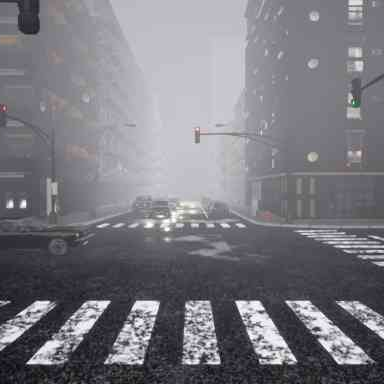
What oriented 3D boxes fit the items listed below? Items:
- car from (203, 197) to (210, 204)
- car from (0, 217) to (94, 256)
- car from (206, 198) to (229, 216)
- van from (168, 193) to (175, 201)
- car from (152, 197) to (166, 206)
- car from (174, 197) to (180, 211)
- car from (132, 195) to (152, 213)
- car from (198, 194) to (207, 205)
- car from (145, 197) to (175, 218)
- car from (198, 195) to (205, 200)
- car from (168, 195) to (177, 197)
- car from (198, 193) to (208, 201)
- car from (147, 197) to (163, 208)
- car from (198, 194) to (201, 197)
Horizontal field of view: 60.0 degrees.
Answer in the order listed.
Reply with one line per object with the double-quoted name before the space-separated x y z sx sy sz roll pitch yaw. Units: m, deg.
"car" 2.566 1.539 37.026 2.008 1.369 4.403 -1 0 0
"car" -6.211 1.597 12.460 4.718 1.301 1.895 0 0 -1
"car" 2.565 1.573 31.487 1.802 1.307 4.206 -1 0 0
"van" -5.300 1.304 86.923 1.690 1.788 3.998 -1 0 0
"car" -5.308 1.564 53.700 1.802 1.307 4.206 -1 0 0
"car" -2.826 1.588 40.321 1.895 1.301 4.718 0 0 0
"car" -5.317 1.304 37.088 2.192 1.841 5.009 -1 0 0
"car" 2.573 1.524 59.183 1.887 1.381 4.507 -1 0 0
"car" -2.832 1.496 30.221 1.837 1.490 4.892 0 0 0
"car" 2.585 1.541 92.418 1.802 1.307 4.206 -1 0 0
"car" -2.758 1.530 50.971 2.033 1.411 5.357 0 0 1
"car" 2.578 1.282 81.340 2.192 1.841 5.009 -1 0 0
"car" -5.311 1.509 47.992 1.752 1.417 4.829 -1 0 0
"car" 2.579 1.552 75.800 1.802 1.307 4.206 -1 0 0
